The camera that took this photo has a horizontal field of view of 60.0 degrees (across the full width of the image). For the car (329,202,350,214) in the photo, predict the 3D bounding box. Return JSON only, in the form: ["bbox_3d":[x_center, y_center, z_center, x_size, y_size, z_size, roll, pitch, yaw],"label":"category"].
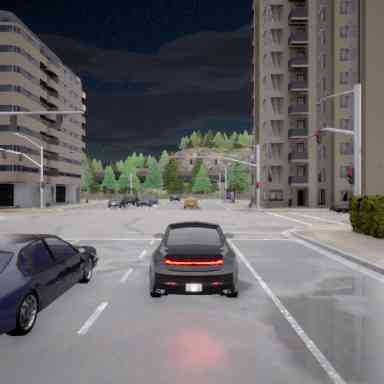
[{"bbox_3d":[17.281,1.546,34.664,5.357,1.411,2.033,0,0,0],"label":"car"}]

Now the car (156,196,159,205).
[{"bbox_3d":[-7.177,1.352,59.524,2.097,1.767,4.553,0,0,0],"label":"car"}]

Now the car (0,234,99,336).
[{"bbox_3d":[-3.462,1.547,6.598,2.033,1.411,5.357,0,0,0],"label":"car"}]

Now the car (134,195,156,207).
[{"bbox_3d":[-7.167,1.564,50.946,1.994,1.385,4.181,0,0,0],"label":"car"}]

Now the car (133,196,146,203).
[{"bbox_3d":[-10.634,1.564,67.489,1.994,1.385,4.181,0,0,0],"label":"car"}]

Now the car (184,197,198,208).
[{"bbox_3d":[-0.096,1.477,48.957,1.882,1.535,5.008,0,0,0],"label":"car"}]

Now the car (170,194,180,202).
[{"bbox_3d":[-3.634,1.194,72.985,2.097,1.767,4.553,0,0,0],"label":"car"}]

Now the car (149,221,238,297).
[{"bbox_3d":[0.048,1.505,8.528,1.837,1.490,4.892,0,0,0],"label":"car"}]

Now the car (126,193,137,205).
[{"bbox_3d":[-10.679,1.221,57.455,2.150,2.045,5.566,0,0,0],"label":"car"}]

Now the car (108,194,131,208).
[{"bbox_3d":[-10.671,1.491,47.589,2.128,1.511,4.902,0,0,0],"label":"car"}]
